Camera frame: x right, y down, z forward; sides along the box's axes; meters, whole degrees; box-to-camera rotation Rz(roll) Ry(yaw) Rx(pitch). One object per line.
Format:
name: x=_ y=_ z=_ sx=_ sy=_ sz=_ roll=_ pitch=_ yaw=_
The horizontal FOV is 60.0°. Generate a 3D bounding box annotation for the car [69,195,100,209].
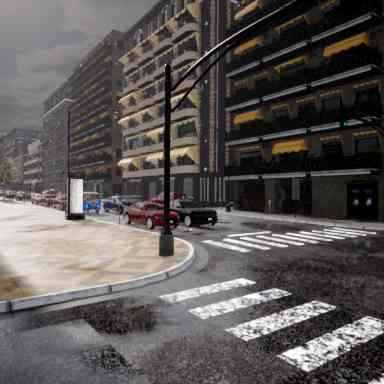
car: x=-11.819 y=1.039 z=36.374 sx=1.895 sy=1.301 sz=4.718 roll=1 pitch=0 yaw=-36

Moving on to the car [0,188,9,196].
car: x=-42.413 y=-0.022 z=73.913 sx=2.192 sy=1.841 sz=5.009 roll=2 pitch=0 yaw=-36

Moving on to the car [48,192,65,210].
car: x=-12.405 y=0.997 z=32.793 sx=1.887 sy=1.381 sz=4.507 roll=2 pitch=0 yaw=-36

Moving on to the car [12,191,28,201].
car: x=-25.742 y=0.541 z=51.068 sx=1.967 sy=1.590 sz=4.097 roll=2 pitch=0 yaw=-36

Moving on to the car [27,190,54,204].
car: x=-18.975 y=0.805 z=41.793 sx=1.752 sy=1.417 sz=4.829 roll=2 pitch=0 yaw=-36

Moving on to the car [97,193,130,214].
car: x=-5.997 y=1.083 z=28.388 sx=2.128 sy=1.511 sz=4.902 roll=1 pitch=0 yaw=-36

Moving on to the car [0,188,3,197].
car: x=-39.085 y=0.301 z=69.344 sx=2.008 sy=1.369 sz=4.403 roll=2 pitch=0 yaw=-36

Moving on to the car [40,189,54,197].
car: x=-32.318 y=0.271 z=74.291 sx=1.967 sy=1.590 sz=4.097 roll=2 pitch=0 yaw=-36

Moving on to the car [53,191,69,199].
car: x=-25.751 y=0.529 z=65.291 sx=1.752 sy=1.417 sz=4.829 roll=2 pitch=0 yaw=-36

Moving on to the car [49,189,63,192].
car: x=-19.996 y=0.572 z=47.712 sx=2.097 sy=1.767 sz=4.553 roll=1 pitch=1 yaw=-36

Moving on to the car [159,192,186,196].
car: x=-2.300 y=0.936 z=33.170 sx=2.192 sy=1.841 sz=5.009 roll=2 pitch=0 yaw=-36

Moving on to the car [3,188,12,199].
car: x=-32.415 y=0.470 z=60.206 sx=1.887 sy=1.381 sz=4.507 roll=2 pitch=0 yaw=-36

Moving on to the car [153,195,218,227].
car: x=-0.412 y=1.216 z=20.728 sx=1.882 sy=1.535 sz=5.008 roll=1 pitch=0 yaw=-35

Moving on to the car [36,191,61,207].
car: x=-15.740 y=0.909 z=37.361 sx=1.887 sy=1.381 sz=4.507 roll=2 pitch=0 yaw=-36

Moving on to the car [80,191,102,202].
car: x=-15.643 y=0.710 z=51.446 sx=1.967 sy=1.590 sz=4.097 roll=2 pitch=0 yaw=-36

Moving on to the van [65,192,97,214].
van: x=-9.064 y=0.881 z=28.223 sx=1.690 sy=1.788 sz=3.998 roll=2 pitch=0 yaw=-36

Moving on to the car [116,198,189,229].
car: x=-2.401 y=1.261 z=19.085 sx=1.887 sy=1.381 sz=4.507 roll=2 pitch=0 yaw=-36

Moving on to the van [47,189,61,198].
van: x=-28.980 y=0.260 z=69.722 sx=1.690 sy=1.788 sz=3.998 roll=2 pitch=0 yaw=-36
